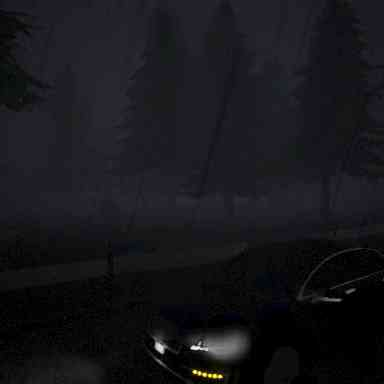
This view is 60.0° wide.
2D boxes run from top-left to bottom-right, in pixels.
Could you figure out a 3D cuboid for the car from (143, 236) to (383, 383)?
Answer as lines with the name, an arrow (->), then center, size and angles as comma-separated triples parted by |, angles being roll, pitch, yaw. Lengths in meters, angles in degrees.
car -> 1.627, 1.510, 5.109 | 4.892, 1.490, 1.837 | 1, 0, -35
